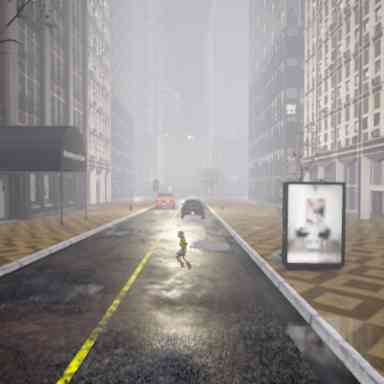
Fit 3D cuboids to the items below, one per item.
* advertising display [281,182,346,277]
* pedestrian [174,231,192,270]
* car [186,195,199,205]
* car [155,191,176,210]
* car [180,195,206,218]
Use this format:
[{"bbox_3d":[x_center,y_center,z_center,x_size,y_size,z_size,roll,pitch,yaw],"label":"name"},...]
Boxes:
[{"bbox_3d":[3.147,0.958,8.635,1.540,2.440,0.280,1,1,0],"label":"advertising display"},{"bbox_3d":[-0.237,1.604,9.231,0.500,1.100,0.500,-1,1,-1],"label":"pedestrian"},{"bbox_3d":[0.097,1.168,50.480,1.812,1.442,4.674,0,0,0],"label":"car"},{"bbox_3d":[-3.092,0.937,39.227,2.150,2.045,5.566,0,1,0],"label":"car"},{"bbox_3d":[0.075,1.303,27.715,1.837,1.490,4.892,0,1,0],"label":"car"}]
